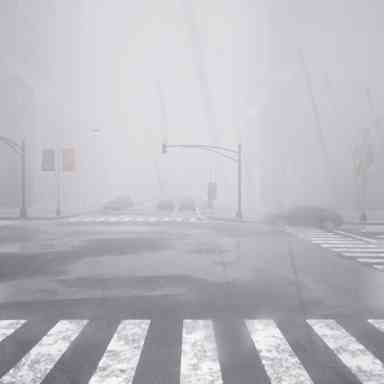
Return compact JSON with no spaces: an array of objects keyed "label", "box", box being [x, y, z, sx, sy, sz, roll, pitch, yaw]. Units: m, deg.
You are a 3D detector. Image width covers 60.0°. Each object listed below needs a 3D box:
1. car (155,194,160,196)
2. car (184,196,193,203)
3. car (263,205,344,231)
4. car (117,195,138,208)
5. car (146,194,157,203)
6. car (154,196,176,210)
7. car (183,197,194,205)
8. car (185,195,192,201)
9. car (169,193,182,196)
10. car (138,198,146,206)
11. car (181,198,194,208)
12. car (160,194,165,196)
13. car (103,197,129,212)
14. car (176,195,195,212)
[{"label":"car","box":[-9.295,1.408,76.930,2.192,1.841,5.009,0,0,0]},{"label":"car","box":[-0.741,1.604,71.710,1.752,1.417,4.829,0,0,0]},{"label":"car","box":[7.051,1.624,21.311,4.892,1.490,1.837,1,0,6]},{"label":"car","box":[-9.120,1.330,44.374,2.192,1.841,5.009,0,0,0]},{"label":"car","box":[-9.265,1.661,71.504,1.802,1.307,4.206,0,0,0]},{"label":"car","box":[-3.250,1.574,41.983,1.994,1.385,4.181,0,0,0]},{"label":"car","box":[-0.682,1.596,60.690,1.887,1.381,4.507,0,0,0]},{"label":"car","box":[-0.857,1.685,93.240,1.887,1.381,4.507,0,0,0]},{"label":"car","box":[-3.384,1.423,68.963,2.097,1.767,4.553,0,0,0]},{"label":"car","box":[-9.176,1.564,55.056,1.752,1.417,4.829,0,0,0]},{"label":"car","box":[-0.623,1.609,49.840,1.802,1.307,4.206,0,0,0]},{"label":"car","box":[-9.381,1.685,93.207,1.887,1.381,4.507,0,0,0]},{"label":"car","box":[-9.090,1.570,38.948,1.947,1.339,4.313,0,0,0]},{"label":"car","box":[-0.566,1.444,38.991,1.967,1.590,4.097,0,0,0]}]
